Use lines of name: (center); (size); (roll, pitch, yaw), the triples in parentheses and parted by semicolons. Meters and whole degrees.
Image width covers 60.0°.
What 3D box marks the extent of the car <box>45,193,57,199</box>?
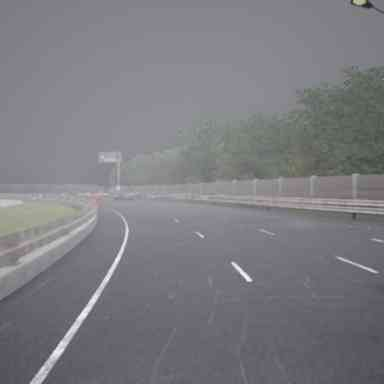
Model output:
car: (-34.143, 0.913, 80.184); (4.892, 1.490, 1.837); (0, 1, 38)

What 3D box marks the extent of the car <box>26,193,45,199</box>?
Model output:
car: (-37.307, 1.010, 78.278); (4.181, 1.385, 1.994); (0, 1, 38)

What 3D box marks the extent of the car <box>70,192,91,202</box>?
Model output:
car: (-20.813, 0.991, 61.101); (1.882, 1.535, 5.008); (0, 1, -37)

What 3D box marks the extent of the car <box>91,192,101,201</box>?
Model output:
car: (-19.696, 0.815, 65.312); (2.097, 1.767, 4.553); (-1, 1, -39)

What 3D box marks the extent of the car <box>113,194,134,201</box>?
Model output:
car: (-12.811, 0.992, 62.004); (2.033, 1.411, 5.357); (-1, 1, -38)

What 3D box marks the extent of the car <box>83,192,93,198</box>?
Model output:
car: (-26.528, 0.786, 84.796); (1.882, 1.535, 5.008); (-1, 1, -24)
